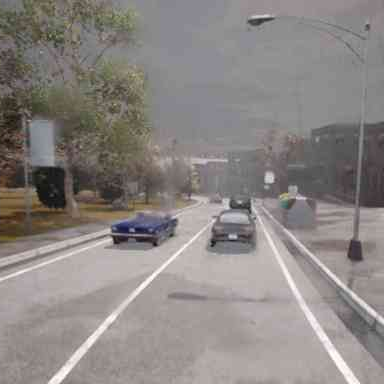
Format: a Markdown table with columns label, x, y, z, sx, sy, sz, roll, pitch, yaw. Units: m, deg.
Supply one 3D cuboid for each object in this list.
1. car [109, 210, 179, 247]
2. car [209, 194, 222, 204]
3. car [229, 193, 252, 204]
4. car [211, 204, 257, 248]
| label | x | y | z | sx | sy | sz | roll | pitch | yaw |
| --- | --- | --- | --- | --- | --- | --- | --- | --- | --- |
| car | -1.918 | 1.491 | 14.667 | 1.895 | 1.301 | 4.718 | 1 | 0 | 9 |
| car | 4.103 | 1.100 | 57.358 | 2.097 | 1.767 | 4.553 | 1 | 0 | 4 |
| car | 4.976 | 1.119 | 34.358 | 2.150 | 2.045 | 5.566 | 1 | 0 | 9 |
| car | 1.873 | 1.492 | 14.674 | 1.812 | 1.442 | 4.674 | 1 | 0 | 9 |
